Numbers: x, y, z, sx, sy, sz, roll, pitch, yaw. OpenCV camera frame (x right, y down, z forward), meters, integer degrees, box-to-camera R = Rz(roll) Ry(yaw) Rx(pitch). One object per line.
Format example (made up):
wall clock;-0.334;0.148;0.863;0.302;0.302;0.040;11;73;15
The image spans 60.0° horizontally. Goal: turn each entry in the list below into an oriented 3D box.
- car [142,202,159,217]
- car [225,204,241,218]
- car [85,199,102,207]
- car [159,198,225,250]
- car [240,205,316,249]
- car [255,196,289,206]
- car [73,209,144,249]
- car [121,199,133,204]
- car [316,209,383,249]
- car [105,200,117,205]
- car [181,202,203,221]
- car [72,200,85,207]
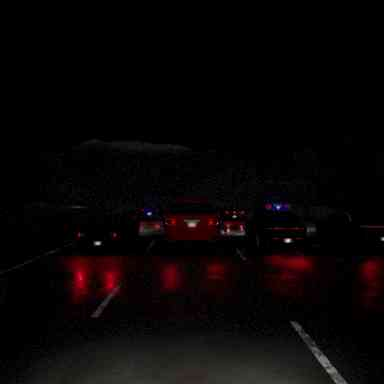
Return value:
car;-3.500;1.654;29.559;1.812;1.442;4.674;0;-1;0
car;3.500;1.737;29.588;1.895;1.301;4.718;0;-1;0
car;-21.000;2.251;72.166;2.097;1.767;4.553;0;-2;0
car;0.000;1.271;14.575;2.150;2.045;5.566;0;0;0
car;3.500;1.529;14.546;1.837;1.490;4.892;0;0;0
car;7.000;1.379;29.589;2.150;2.045;5.566;0;-1;0
car;-3.500;1.629;14.575;1.895;1.301;4.718;0;0;0
car;-14.000;2.251;72.166;2.097;1.767;4.553;0;-2;0
car;7.000;1.508;14.545;2.128;1.511;4.902;0;0;0
car;-17.500;2.448;72.131;1.994;1.385;4.181;0;-2;0
car;0.000;1.654;29.559;1.812;1.442;4.674;0;-1;0
car;-24.500;2.448;72.131;1.994;1.385;4.181;0;-2;0
